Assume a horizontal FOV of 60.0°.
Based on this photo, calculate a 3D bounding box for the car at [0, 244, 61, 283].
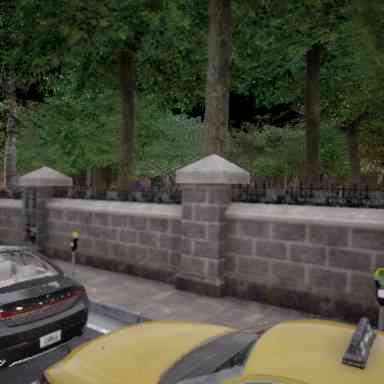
[{"bbox_3d":[-3.480,1.524,5.277,4.403,1.369,2.008,0,1,36],"label":"car"}]

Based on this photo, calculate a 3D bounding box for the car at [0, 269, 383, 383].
[{"bbox_3d":[0.819,1.523,2.209,4.829,1.417,1.752,0,1,36],"label":"car"}]
